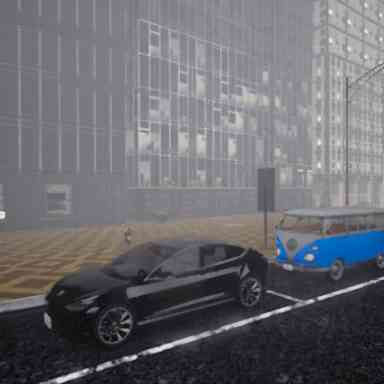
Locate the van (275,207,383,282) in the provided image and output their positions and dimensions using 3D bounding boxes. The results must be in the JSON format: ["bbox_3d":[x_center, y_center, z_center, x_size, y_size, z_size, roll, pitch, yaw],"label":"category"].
[{"bbox_3d":[4.099,1.344,9.489,3.998,1.788,1.690,0,0,-36],"label":"van"}]

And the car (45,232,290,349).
[{"bbox_3d":[-0.397,1.566,6.281,4.313,1.339,1.947,0,0,-36],"label":"car"}]
